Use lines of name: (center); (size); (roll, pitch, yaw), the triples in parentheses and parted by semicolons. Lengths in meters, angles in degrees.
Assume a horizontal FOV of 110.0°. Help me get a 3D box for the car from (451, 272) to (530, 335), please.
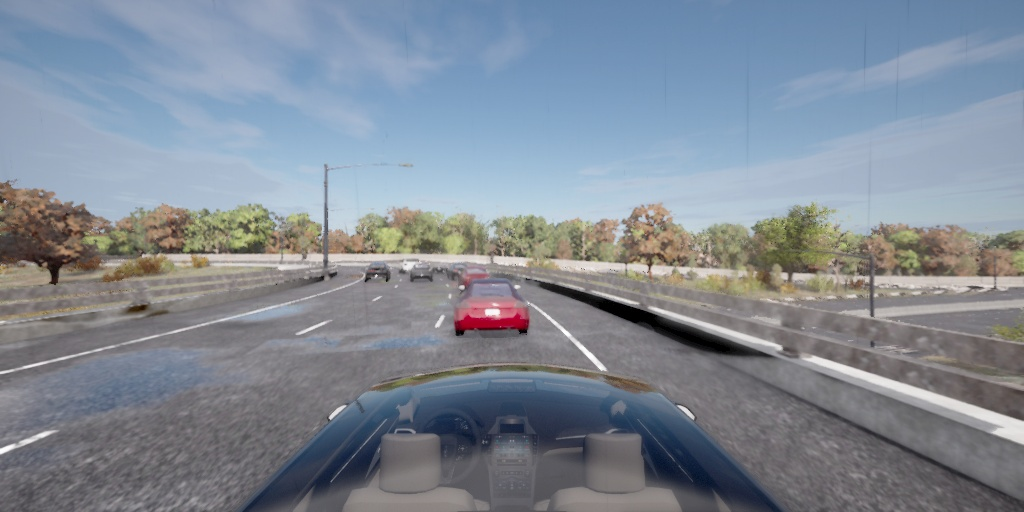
car: (-0.655, 1.351, 10.719); (1.994, 1.385, 4.181); (0, 0, -5)

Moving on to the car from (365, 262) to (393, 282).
car: (-11.425, 1.394, 30.730); (1.837, 1.490, 4.892); (0, -2, -17)

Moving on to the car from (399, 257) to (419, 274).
car: (-12.701, 1.175, 44.652); (2.150, 2.045, 5.566); (0, 0, -24)

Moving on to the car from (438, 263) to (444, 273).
car: (-8.801, 1.544, 44.262); (1.895, 1.301, 4.718); (0, 0, -22)

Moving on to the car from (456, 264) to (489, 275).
car: (-2.349, 1.366, 22.568); (1.812, 1.442, 4.674); (0, 0, -11)

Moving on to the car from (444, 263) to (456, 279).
car: (-4.897, 1.415, 33.201); (1.812, 1.442, 4.674); (0, 0, -16)

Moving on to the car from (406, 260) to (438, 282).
car: (-7.909, 1.377, 31.184); (2.128, 1.511, 4.902); (0, 0, -16)
